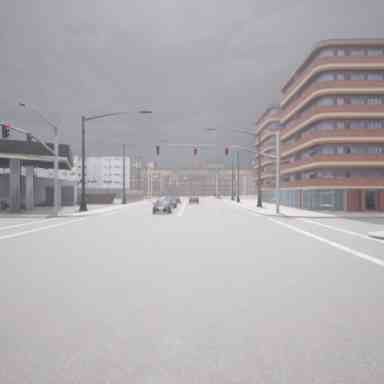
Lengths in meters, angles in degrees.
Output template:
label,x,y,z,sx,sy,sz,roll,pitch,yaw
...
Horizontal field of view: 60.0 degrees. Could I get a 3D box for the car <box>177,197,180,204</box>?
label,x,y,z,sx,sy,sz,roll,pitch,yaw
car,-3.140,1.342,46.018,2.097,1.767,4.553,0,0,0

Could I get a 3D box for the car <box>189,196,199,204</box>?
label,x,y,z,sx,sy,sz,roll,pitch,yaw
car,0.345,1.474,63.731,2.128,1.511,4.902,0,0,0

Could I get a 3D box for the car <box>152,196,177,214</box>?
label,x,y,z,sx,sy,sz,roll,pitch,yaw
car,-3.076,1.482,35.230,2.128,1.511,4.902,0,0,0

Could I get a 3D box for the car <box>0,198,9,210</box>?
label,x,y,z,sx,sy,sz,roll,pitch,yaw
car,-23.943,1.445,39.422,3.806,1.475,1.970,0,0,1
